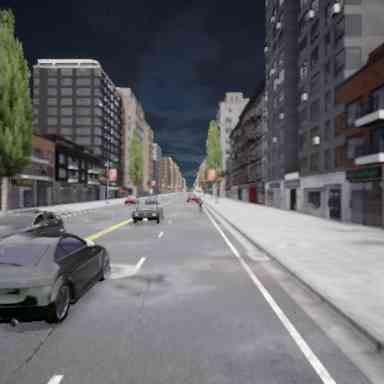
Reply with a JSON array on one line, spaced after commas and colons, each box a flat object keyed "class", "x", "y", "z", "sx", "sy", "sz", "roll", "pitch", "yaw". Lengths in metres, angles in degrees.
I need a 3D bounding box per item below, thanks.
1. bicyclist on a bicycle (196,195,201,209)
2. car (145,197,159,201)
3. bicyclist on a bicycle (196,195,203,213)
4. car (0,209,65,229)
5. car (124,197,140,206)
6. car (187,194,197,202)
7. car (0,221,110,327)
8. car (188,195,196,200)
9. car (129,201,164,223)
[{"class": "bicyclist on a bicycle", "x": 0.878, "y": 1.317, "z": 43.411, "sx": 0.659, "sy": 1.776, "sz": 1.843, "roll": 0, "pitch": 0, "yaw": 0}, {"class": "car", "x": -6.569, "y": 1.490, "z": 54.527, "sx": 1.994, "sy": 1.385, "sz": 4.181, "roll": 0, "pitch": 0, "yaw": 1}, {"class": "bicyclist on a bicycle", "x": 0.882, "y": 1.413, "z": 34.224, "sx": 0.582, "sy": 1.620, "sz": 1.656, "roll": 0, "pitch": 0, "yaw": 0}, {"class": "car", "x": -6.602, "y": 1.493, "z": 13.138, "sx": 1.837, "sy": 1.490, "sz": 4.892, "roll": 0, "pitch": 0, "yaw": 0}, {"class": "car", "x": -9.814, "y": 1.527, "z": 54.481, "sx": 1.895, "sy": 1.301, "sz": 4.718, "roll": 0, "pitch": 0, "yaw": 1}, {"class": "car", "x": -0.025, "y": 1.251, "z": 71.334, "sx": 2.097, "sy": 1.767, "sz": 4.553, "roll": 0, "pitch": 0, "yaw": 0}, {"class": "car", "x": -3.152, "y": 1.558, "z": 7.135, "sx": 1.994, "sy": 1.385, "sz": 4.181, "roll": 0, "pitch": 0, "yaw": 0}, {"class": "car", "x": -0.029, "y": 1.419, "z": 86.148, "sx": 1.994, "sy": 1.385, "sz": 4.181, "roll": 0, "pitch": 0, "yaw": 0}, {"class": "car", "x": -3.158, "y": 1.574, "z": 24.799, "sx": 1.895, "sy": 1.301, "sz": 4.718, "roll": 0, "pitch": 0, "yaw": 0}]
